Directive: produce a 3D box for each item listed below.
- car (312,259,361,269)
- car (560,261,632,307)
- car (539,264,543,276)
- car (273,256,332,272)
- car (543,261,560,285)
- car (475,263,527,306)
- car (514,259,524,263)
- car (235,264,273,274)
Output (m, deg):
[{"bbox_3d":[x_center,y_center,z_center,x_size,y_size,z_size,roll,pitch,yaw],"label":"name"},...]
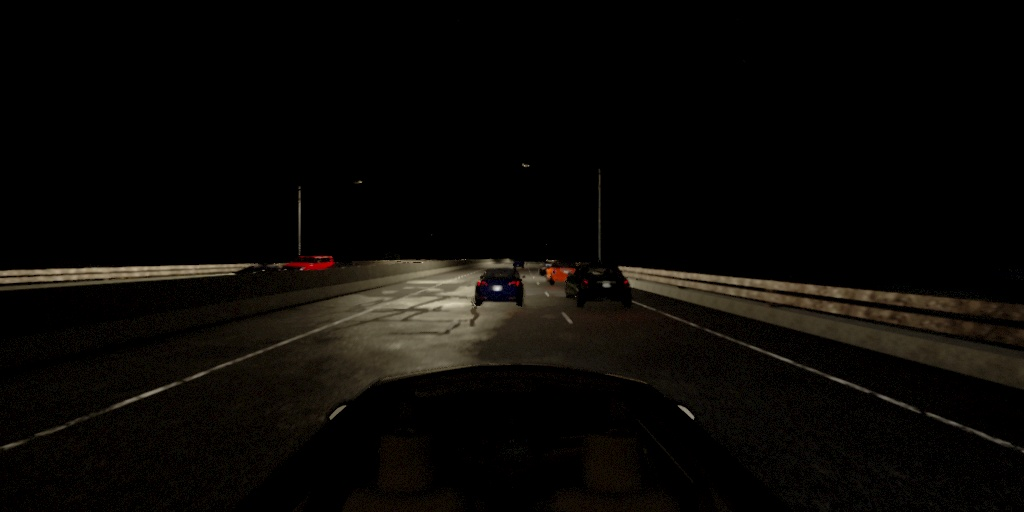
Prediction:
[{"bbox_3d":[-13.856,1.237,29.499,1.882,1.535,5.008,0,0,1],"label":"car"},{"bbox_3d":[3.554,1.105,15.565,2.097,1.767,4.553,0,0,0],"label":"car"},{"bbox_3d":[3.871,1.351,37.438,1.994,1.385,4.181,0,0,1],"label":"car"},{"bbox_3d":[-17.335,0.983,30.732,2.150,2.045,5.566,0,0,1],"label":"car"},{"bbox_3d":[3.678,1.118,26.487,2.097,1.767,4.553,0,0,1],"label":"car"},{"bbox_3d":[-0.426,1.255,15.931,2.163,1.488,4.792,0,0,3],"label":"car"},{"bbox_3d":[1.127,1.375,62.431,1.812,1.442,4.674,0,0,3],"label":"car"},{"bbox_3d":[-20.845,1.319,29.897,1.994,1.385,4.181,0,0,1],"label":"car"}]
